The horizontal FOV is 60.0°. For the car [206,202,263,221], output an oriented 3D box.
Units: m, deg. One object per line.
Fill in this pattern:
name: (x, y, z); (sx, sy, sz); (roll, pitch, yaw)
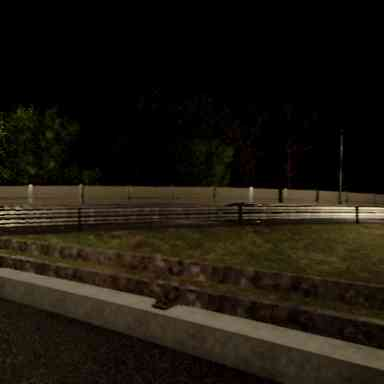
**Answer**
car: (3.668, 1.658, 28.729); (5.008, 1.535, 1.882); (1, -1, -20)

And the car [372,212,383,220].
car: (21.184, 2.241, 34.781); (5.008, 1.535, 1.882); (3, -1, -18)
